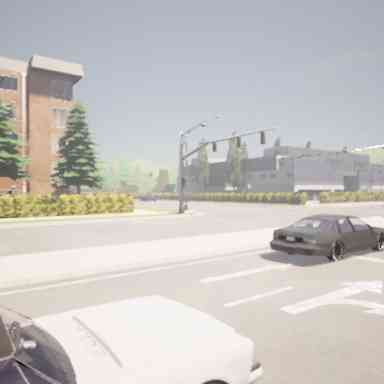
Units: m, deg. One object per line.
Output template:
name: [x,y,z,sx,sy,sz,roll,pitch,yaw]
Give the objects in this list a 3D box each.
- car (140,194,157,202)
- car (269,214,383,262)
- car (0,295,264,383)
car: [-9.632,1.244,73.430,2.097,1.767,4.553,0,0,-35]
car: [5.104,1.502,11.941,5.357,1.411,2.033,0,0,-37]
car: [-1.647,1.603,2.586,4.718,1.301,1.895,0,0,-36]
